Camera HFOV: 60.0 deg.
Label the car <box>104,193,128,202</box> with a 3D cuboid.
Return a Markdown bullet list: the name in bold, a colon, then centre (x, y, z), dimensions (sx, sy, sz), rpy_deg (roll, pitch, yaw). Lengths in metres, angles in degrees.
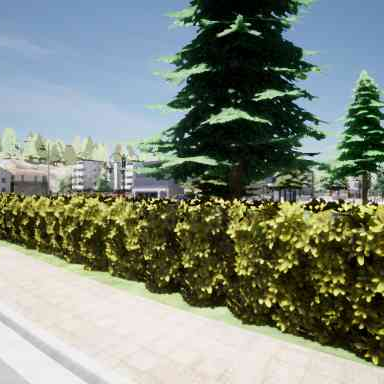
- **car**: centre (-15.867, 1.097, 69.694), dimensions (1.932, 1.855, 4.605), rpy_deg (0, 0, 44)

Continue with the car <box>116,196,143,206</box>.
- **car**: centre (-10.069, 1.384, 53.354), dimensions (1.970, 1.475, 3.806), rpy_deg (0, 0, 44)

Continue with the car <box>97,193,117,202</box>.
- **car**: centre (-18.225, 1.077, 71.441), dimensions (1.905, 1.878, 3.866), rpy_deg (0, 0, 44)

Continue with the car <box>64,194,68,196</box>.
- **car**: centre (-27.331, 1.153, 80.428), dimensions (2.152, 1.636, 5.027), rpy_deg (0, 0, 44)

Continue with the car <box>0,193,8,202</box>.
- **car**: centre (-41.776, 1.097, 70.259), dimensions (1.932, 1.855, 4.605), rpy_deg (0, 0, 44)

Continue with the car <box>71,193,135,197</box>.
- **car**: centre (-8.063, 1.217, 31.111), dimensions (2.150, 2.045, 5.566), rpy_deg (0, 1, 44)
